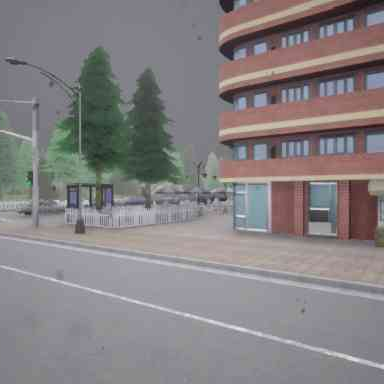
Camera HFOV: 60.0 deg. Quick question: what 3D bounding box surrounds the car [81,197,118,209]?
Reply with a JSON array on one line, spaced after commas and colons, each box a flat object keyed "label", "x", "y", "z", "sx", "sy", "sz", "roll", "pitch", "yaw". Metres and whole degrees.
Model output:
[{"label": "car", "x": -12.467, "y": 1.470, "z": 45.076, "sx": 1.812, "sy": 1.442, "sz": 4.674, "roll": 0, "pitch": 0, "yaw": 37}]

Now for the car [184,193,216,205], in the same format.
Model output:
[{"label": "car", "x": 1.543, "y": 1.166, "z": 59.692, "sx": 5.566, "sy": 2.045, "sz": 2.150, "roll": 0, "pitch": 0, "yaw": -34}]

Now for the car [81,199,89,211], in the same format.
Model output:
[{"label": "car", "x": -13.574, "y": 1.470, "z": 37.588, "sx": 1.812, "sy": 1.442, "sz": 4.674, "roll": 0, "pitch": 0, "yaw": 36}]

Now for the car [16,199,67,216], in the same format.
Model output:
[{"label": "car", "x": -13.629, "y": 1.545, "z": 31.141, "sx": 1.895, "sy": 1.301, "sz": 4.718, "roll": 0, "pitch": 0, "yaw": 35}]

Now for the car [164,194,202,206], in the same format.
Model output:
[{"label": "car", "x": -1.265, "y": 1.449, "z": 47.835, "sx": 1.837, "sy": 1.490, "sz": 4.892, "roll": -1, "pitch": 0, "yaw": 41}]

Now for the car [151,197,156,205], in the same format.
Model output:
[{"label": "car", "x": -6.322, "y": 1.470, "z": 52.743, "sx": 1.812, "sy": 1.442, "sz": 4.674, "roll": 0, "pitch": 0, "yaw": 42}]

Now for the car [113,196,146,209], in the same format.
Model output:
[{"label": "car", "x": -8.243, "y": 1.297, "z": 44.844, "sx": 2.097, "sy": 1.767, "sz": 4.553, "roll": 0, "pitch": 0, "yaw": 38}]

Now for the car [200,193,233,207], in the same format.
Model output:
[{"label": "car", "x": 3.866, "y": 1.166, "z": 48.146, "sx": 5.566, "sy": 2.045, "sz": 2.150, "roll": 0, "pitch": 0, "yaw": -43}]

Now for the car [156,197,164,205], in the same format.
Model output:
[{"label": "car", "x": -2.565, "y": 1.492, "z": 51.949, "sx": 5.357, "sy": 1.411, "sz": 2.033, "roll": 0, "pitch": 0, "yaw": -45}]

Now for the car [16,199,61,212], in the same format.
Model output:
[{"label": "car", "x": -17.492, "y": 1.508, "z": 38.101, "sx": 1.994, "sy": 1.385, "sz": 4.181, "roll": 0, "pitch": 0, "yaw": 36}]
